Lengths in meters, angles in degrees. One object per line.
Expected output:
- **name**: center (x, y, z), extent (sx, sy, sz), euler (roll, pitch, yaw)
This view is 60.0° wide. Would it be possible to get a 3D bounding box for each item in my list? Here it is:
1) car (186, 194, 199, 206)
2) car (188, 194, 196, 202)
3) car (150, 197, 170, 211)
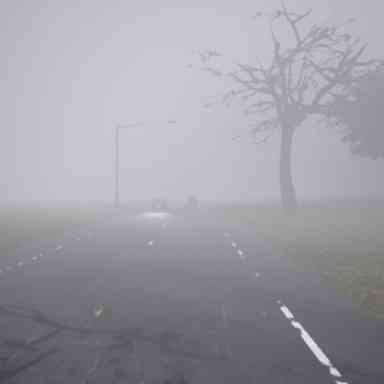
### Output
- **car**: center (0.081, 1.345, 50.932), extent (2.033, 1.411, 5.357), euler (0, 0, 0)
- **car**: center (-0.007, 1.250, 70.183), extent (1.812, 1.442, 4.674), euler (0, 0, 0)
- **car**: center (-3.582, 1.340, 37.628), extent (2.128, 1.511, 4.902), euler (0, 0, 0)
